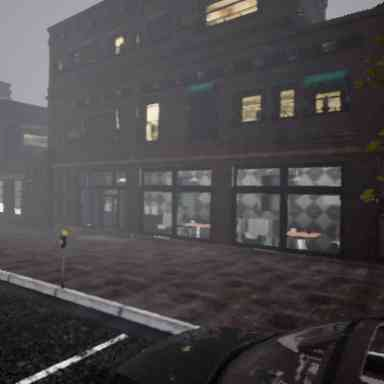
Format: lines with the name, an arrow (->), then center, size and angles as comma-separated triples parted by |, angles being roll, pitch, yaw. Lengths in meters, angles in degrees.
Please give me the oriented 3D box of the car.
car -> 1.241, 1.551, 1.991 | 4.403, 1.369, 2.008 | 0, 1, 36
